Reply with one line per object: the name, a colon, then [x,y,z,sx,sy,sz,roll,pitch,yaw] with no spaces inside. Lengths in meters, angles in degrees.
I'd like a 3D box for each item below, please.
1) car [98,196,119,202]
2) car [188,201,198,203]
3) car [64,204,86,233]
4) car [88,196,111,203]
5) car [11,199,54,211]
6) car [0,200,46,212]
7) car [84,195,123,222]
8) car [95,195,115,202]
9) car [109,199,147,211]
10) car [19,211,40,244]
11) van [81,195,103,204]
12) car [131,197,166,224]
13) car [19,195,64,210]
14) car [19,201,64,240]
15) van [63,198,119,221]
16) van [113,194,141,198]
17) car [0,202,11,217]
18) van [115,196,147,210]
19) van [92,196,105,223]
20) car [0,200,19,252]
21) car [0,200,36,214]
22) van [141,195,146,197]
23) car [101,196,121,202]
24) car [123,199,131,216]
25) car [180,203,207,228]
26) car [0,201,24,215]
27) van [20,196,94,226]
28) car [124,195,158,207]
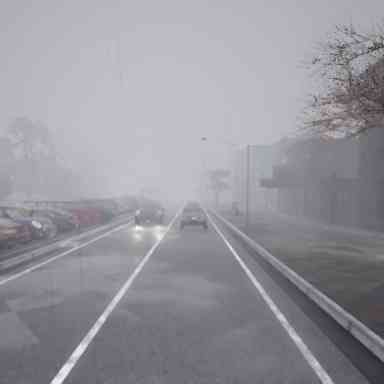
car: [-22.037,1.822,87.669,5.008,1.535,2.097,0,0,0]
car: [0.136,1.838,42.275,1.994,1.385,4.181,0,0,0]
car: [-8.910,1.636,18.759,4.892,1.521,2.231,0,0,0]
car: [-22.022,1.814,79.343,5.008,1.535,2.097,0,0,0]
car: [-22.004,1.794,46.036,4.892,1.521,2.231,0,0,0]
car: [-22.003,1.789,43.258,5.008,1.535,2.097,0,0,0]
car: [-8.892,1.455,27.172,5.566,2.045,2.435,0,0,0]
car: [-22.061,1.693,84.894,4.553,1.767,2.185,0,0,0]
car: [-8.925,1.793,46.801,5.008,1.535,2.097,0,0,0]
car: [-8.911,1.628,13.152,4.674,1.452,2.002,0,0,0]
van: [-22.140,1.584,73.791,4.442,1.987,1.878,0,0,0]
car: [-3.228,1.551,26.462,2.097,1.767,4.553,0,0,0]
car: [-21.983,1.544,48.811,5.566,2.045,2.435,0,0,0]
car: [-8.946,1.486,15.957,4.553,1.767,2.185,0,0,0]
van: [-9.039,1.503,29.972,4.442,1.987,1.878,0,0,0]
van: [-9.044,1.557,41.192,4.442,1.987,1.878,0,0,0]
car: [-22.033,1.790,34.926,4.792,1.488,2.163,0,0,0]
van: [-9.049,1.569,49.604,4.442,1.987,1.878,0,0,0]
van: [-9.036,1.456,24.367,4.442,1.987,1.878,0,0,0]
car: [-8.883,1.312,10.352,5.566,2.045,2.435,0,0,0]
car: [-22.192,1.780,40.481,5.366,1.575,1.946,0,0,0]
van: [-8.813,1.564,43.994,4.442,1.987,1.878,0,0,0]
car: [-22.027,1.826,90.445,4.892,1.521,2.231,0,0,0]
car: [-8.930,1.748,32.778,4.892,1.521,2.231,0,0,0]
car: [0.121,1.729,23.483,2.033,1.411,5.357,0,0,0]
car: [-21.976,1.806,37.709,4.792,1.488,2.163,0,0,0]
van: [-9.034,1.433,21.564,4.442,1.987,1.878,0,0,0]
car: [-8.908,1.548,58.015,5.566,2.045,2.435,0,0,0]
